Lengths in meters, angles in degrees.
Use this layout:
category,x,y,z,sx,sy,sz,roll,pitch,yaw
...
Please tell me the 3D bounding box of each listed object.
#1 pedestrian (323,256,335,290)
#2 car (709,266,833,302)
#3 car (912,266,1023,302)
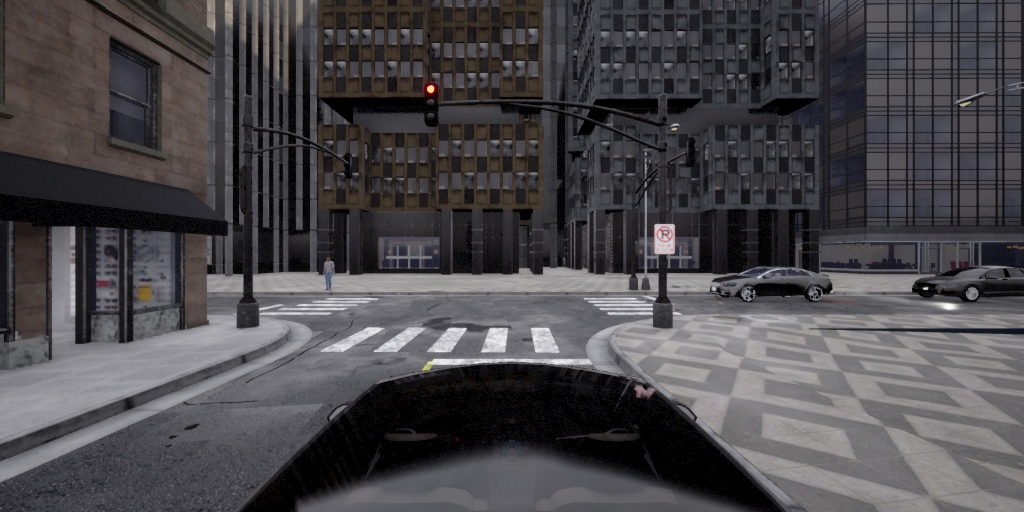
category,x,y,z,sx,sy,sz,roll,pitch,yaw
pedestrian,-9.935,0.902,19.445,0.375,1.860,0.375,0,0,0
car,11.629,1.223,16.274,4.902,1.511,2.128,0,0,0
car,21.149,1.223,16.211,4.892,1.490,1.837,0,0,1
